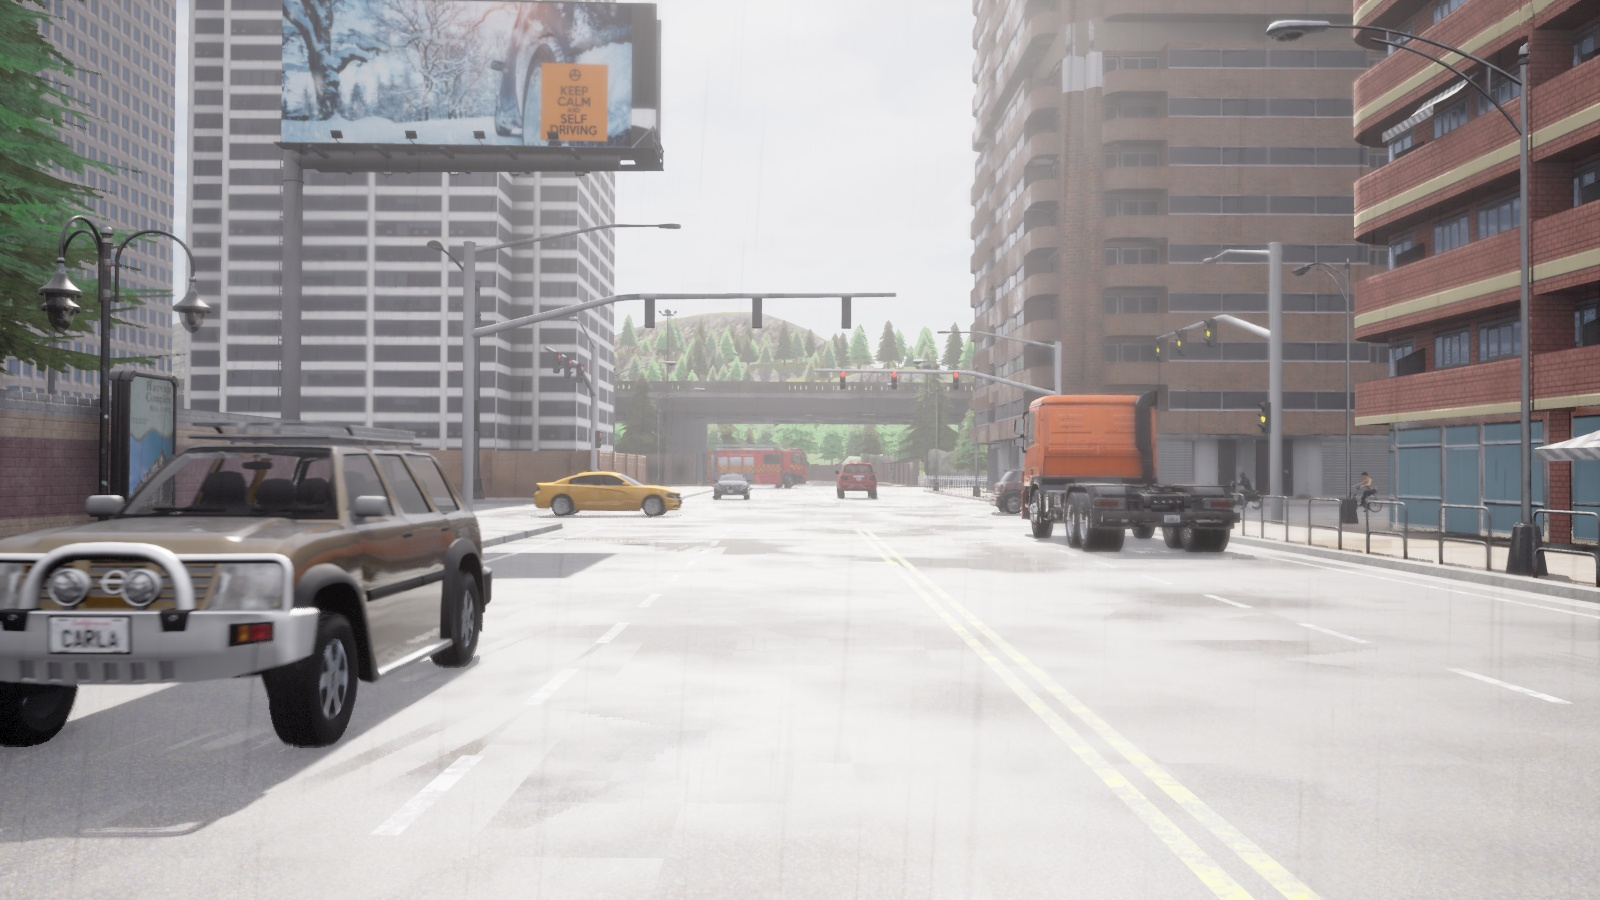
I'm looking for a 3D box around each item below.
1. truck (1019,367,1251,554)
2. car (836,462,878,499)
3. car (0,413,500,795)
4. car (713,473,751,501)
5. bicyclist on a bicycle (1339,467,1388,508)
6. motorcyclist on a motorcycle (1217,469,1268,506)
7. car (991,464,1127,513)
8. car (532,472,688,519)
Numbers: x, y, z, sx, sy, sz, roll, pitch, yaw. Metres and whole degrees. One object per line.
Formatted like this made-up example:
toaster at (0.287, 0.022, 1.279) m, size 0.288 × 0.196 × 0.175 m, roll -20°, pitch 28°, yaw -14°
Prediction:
truck at (6.917, 0.263, 27.349) m, size 2.891 × 3.462 × 7.936 m, roll 0°, pitch -1°, yaw 0°
car at (3.295, 1.747, 73.218) m, size 2.150 × 2.045 × 5.566 m, roll 0°, pitch -1°, yaw 0°
car at (-3.525, 0.787, 8.423) m, size 1.932 × 1.855 × 4.605 m, roll 0°, pitch -1°, yaw 0°
car at (-3.696, 2.011, 68.991) m, size 1.812 × 1.442 × 4.674 m, roll 0°, pitch -1°, yaw 0°
bicyclist on a bicycle at (22.322, 1.495, 49.752) m, size 1.509 × 1.612 × 0.866 m, roll 0°, pitch -1°, yaw 0°
motorcyclist on a motorcycle at (18.769, 1.585, 53.265) m, size 1.817 × 1.590 × 0.866 m, roll 0°, pitch -1°, yaw 0°
car at (9.486, 1.411, 46.291) m, size 4.553 × 1.767 × 2.097 m, roll 0°, pitch -1°, yaw 0°
car at (-6.419, 1.535, 42.829) m, size 5.008 × 1.535 × 1.882 m, roll 0°, pitch -1°, yaw 0°
